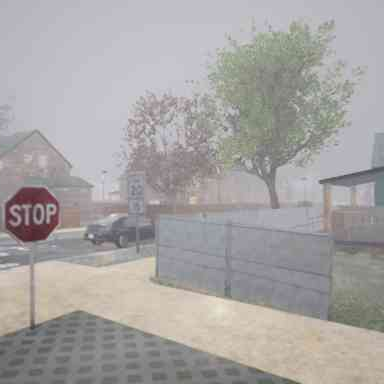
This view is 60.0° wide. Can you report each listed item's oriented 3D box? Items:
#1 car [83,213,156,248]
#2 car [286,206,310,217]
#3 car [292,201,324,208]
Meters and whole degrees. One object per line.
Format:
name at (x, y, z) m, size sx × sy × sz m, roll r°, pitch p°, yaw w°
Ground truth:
car at (-2.918, 1.732, 15.792) m, size 1.812 × 1.442 × 4.674 m, roll -1°, pitch -2°, yaw 35°
car at (14.774, 2.653, 46.306) m, size 1.895 × 1.301 × 4.718 m, roll -1°, pitch -2°, yaw 35°
car at (14.578, 2.120, 41.098) m, size 2.150 × 2.045 × 5.566 m, roll -1°, pitch -2°, yaw 35°
